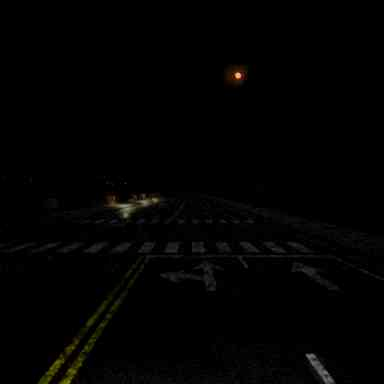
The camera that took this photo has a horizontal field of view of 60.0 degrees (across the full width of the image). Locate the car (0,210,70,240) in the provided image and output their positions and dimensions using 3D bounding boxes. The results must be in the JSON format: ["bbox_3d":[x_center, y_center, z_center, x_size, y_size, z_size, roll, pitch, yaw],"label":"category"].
[{"bbox_3d":[-8.592,1.544,15.485,5.357,1.411,2.033,0,0,-33],"label":"car"}]
